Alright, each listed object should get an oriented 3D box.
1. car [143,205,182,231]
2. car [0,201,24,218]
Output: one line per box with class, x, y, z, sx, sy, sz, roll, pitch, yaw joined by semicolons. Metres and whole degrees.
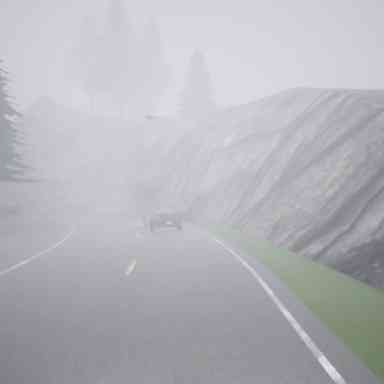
car;-1.858;1.527;20.421;1.812;1.442;4.674;0;0;-15
car;-17.695;1.528;29.994;4.674;1.442;1.812;0;0;0
